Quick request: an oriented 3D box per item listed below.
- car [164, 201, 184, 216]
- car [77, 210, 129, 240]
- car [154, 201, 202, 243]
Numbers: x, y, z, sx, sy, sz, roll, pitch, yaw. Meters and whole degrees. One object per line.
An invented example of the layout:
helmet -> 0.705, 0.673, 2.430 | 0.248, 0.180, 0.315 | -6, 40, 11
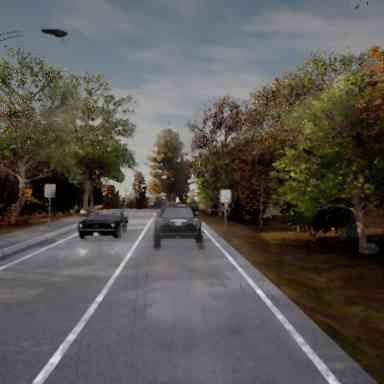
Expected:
car -> -1.923, 1.627, 34.445 | 1.895, 1.301, 4.718 | 0, 0, -4
car -> -4.455, 1.609, 17.241 | 1.895, 1.301, 4.718 | 0, 0, -4
car -> -0.712, 1.368, 16.333 | 2.097, 1.767, 4.553 | 0, 0, -4
